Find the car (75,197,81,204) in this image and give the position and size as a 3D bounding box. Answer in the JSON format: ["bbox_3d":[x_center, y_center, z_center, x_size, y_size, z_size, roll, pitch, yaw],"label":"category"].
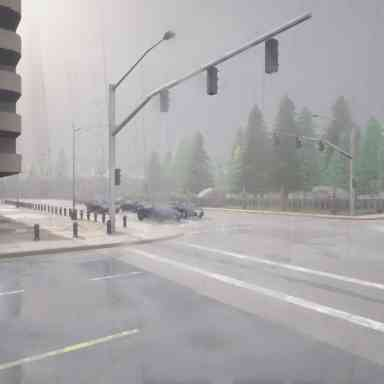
[{"bbox_3d":[-20.812,1.656,62.924,1.895,1.301,4.718,0,0,-36],"label":"car"}]

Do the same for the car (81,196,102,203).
[{"bbox_3d":[-13.599,1.656,46.929,1.895,1.301,4.718,0,0,-36],"label":"car"}]

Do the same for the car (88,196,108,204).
[{"bbox_3d":[-18.741,1.547,66.014,2.128,1.511,4.902,0,0,-36],"label":"car"}]

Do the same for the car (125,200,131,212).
[{"bbox_3d":[-6.379,1.656,37.117,1.895,1.301,4.718,0,0,-36],"label":"car"}]

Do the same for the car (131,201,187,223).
[{"bbox_3d":[-2.707,1.581,26.266,1.812,1.442,4.674,0,0,-38],"label":"car"}]

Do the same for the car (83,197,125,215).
[{"bbox_3d":[-9.487,1.603,35.432,2.033,1.411,5.357,0,0,-36],"label":"car"}]

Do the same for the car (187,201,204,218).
[{"bbox_3d":[-0.904,1.547,29.690,2.128,1.511,4.902,0,0,-36],"label":"car"}]
